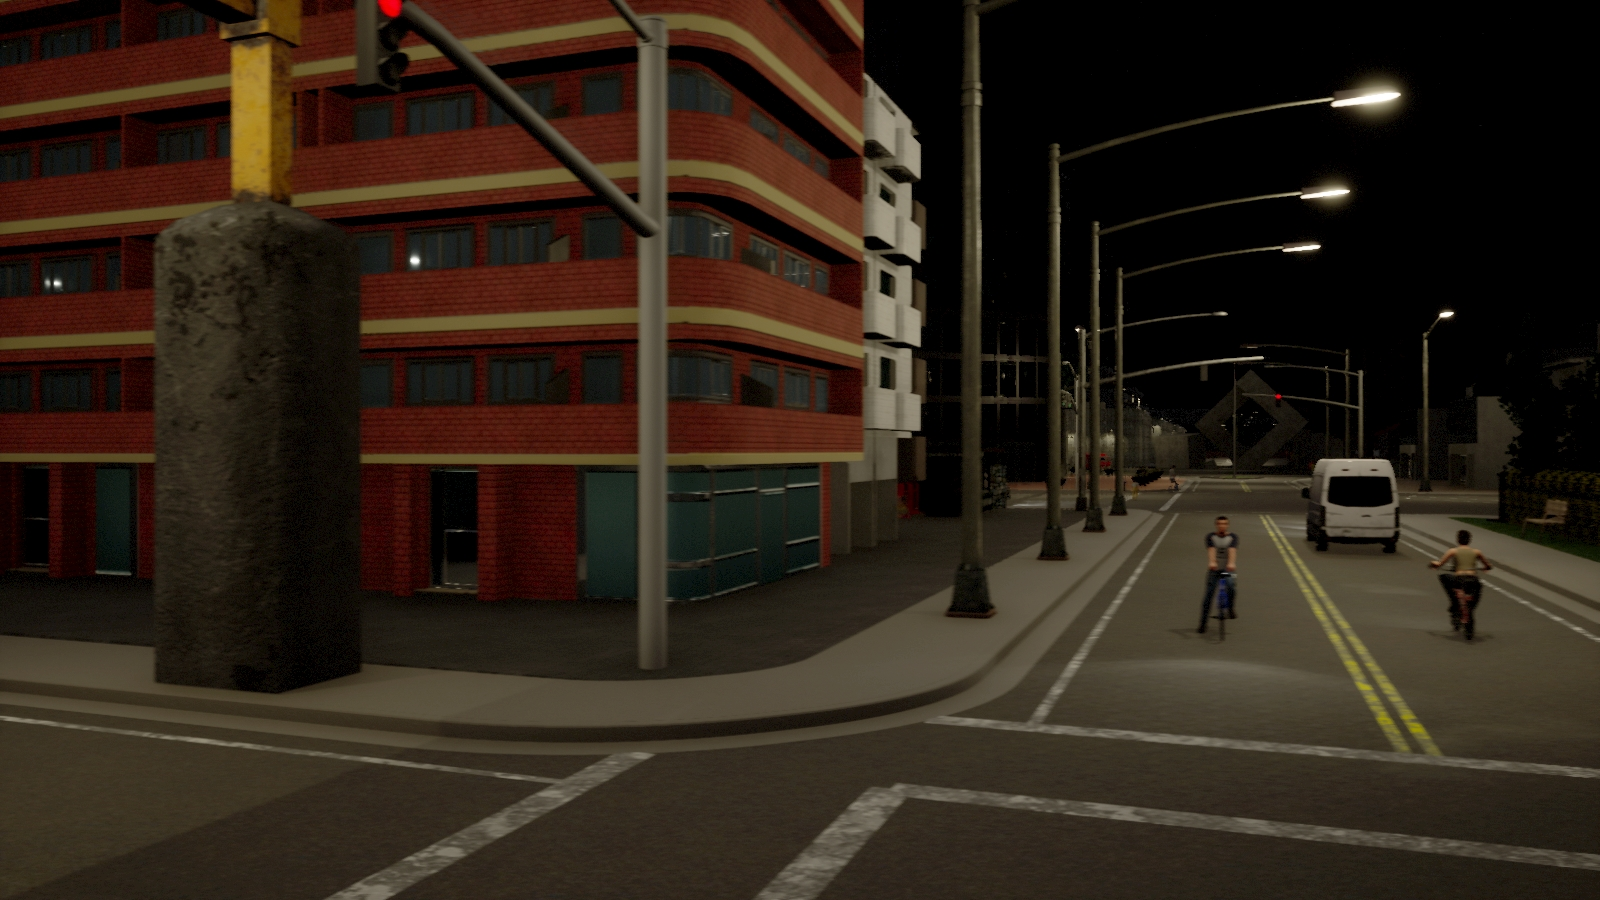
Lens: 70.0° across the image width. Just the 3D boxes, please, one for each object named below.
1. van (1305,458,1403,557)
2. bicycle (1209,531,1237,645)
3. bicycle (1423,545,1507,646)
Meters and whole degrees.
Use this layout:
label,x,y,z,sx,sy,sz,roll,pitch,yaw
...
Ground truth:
label,x,y,z,sx,sy,sz,roll,pitch,yaw
van,15.890,1.534,33.064,1.988,2.561,5.915,0,0,20
bicycle,6.373,2.044,17.242,0.373,1.521,1.643,0,0,20
bicycle,9.956,2.145,17.165,0.859,1.301,1.487,0,0,21
